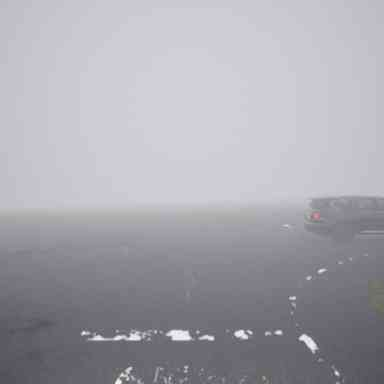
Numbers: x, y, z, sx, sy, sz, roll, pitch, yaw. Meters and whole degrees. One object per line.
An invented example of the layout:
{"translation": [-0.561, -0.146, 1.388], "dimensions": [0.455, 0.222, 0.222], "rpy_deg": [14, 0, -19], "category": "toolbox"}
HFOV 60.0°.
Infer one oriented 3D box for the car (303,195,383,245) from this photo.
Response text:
{"translation": [7.914, 1.160, 15.000], "dimensions": [5.566, 2.045, 2.150], "rpy_deg": [-1, 2, 0], "category": "car"}
